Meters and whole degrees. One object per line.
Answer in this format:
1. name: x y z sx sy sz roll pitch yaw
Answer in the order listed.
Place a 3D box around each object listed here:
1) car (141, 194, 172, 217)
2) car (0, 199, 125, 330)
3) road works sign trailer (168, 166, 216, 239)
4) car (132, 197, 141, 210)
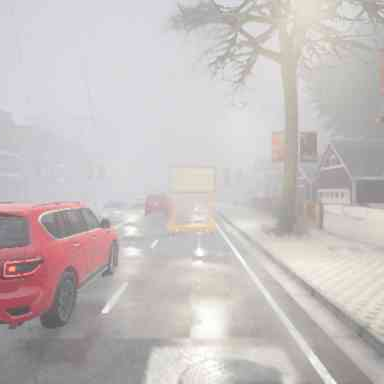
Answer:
1. car: -3.134 1.178 31.310 2.150 2.045 5.566 0 0 0
2. car: -3.145 1.211 7.087 2.150 2.045 5.566 0 0 0
3. road works sign trailer: 0.014 0.440 17.131 2.380 3.560 2.880 0 0 0
4. car: -6.551 1.421 43.168 1.882 1.535 5.008 0 0 0
